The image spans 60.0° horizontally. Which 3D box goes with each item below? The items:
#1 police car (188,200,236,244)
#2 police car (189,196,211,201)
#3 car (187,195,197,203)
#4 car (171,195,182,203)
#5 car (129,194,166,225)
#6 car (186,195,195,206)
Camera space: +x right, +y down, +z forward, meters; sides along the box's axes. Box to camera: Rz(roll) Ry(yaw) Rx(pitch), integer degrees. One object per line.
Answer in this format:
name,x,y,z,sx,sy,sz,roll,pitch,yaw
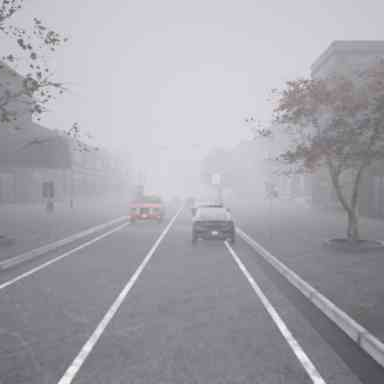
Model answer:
police car,0.900,1.405,15.751,1.930,1.638,5.238,0,0,0
police car,0.900,1.392,25.751,1.930,1.638,5.238,0,0,0
car,0.001,1.332,67.310,2.033,1.411,5.357,0,1,0
car,-3.013,1.271,65.379,1.882,1.535,5.008,0,1,0
car,-3.099,1.190,24.336,2.150,2.045,5.566,0,0,0
car,0.001,1.399,52.312,1.837,1.490,4.892,0,0,0
